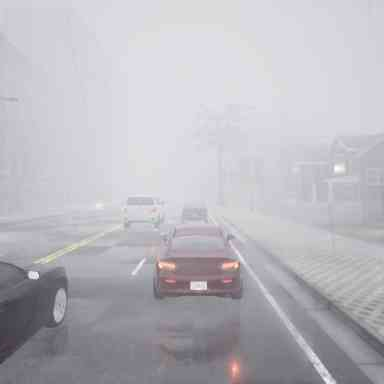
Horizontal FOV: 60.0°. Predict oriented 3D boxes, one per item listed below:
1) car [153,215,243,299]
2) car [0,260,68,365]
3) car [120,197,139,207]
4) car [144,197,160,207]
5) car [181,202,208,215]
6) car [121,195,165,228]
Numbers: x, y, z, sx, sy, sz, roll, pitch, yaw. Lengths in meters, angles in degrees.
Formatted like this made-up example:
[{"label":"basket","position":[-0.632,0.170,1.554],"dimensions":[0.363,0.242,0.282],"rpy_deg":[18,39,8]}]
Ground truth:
[{"label":"car","position":[0.128,1.524,8.300],"dimensions":[1.812,1.442,4.674],"rpy_deg":[0,0,0]},{"label":"car","position":[-3.139,1.477,3.969],"dimensions":[1.882,1.535,5.008],"rpy_deg":[0,0,0]},{"label":"car","position":[-9.587,1.520,51.280],"dimensions":[1.994,1.385,4.181],"rpy_deg":[0,0,1]},{"label":"car","position":[-6.314,1.498,53.085],"dimensions":[2.033,1.411,5.357],"rpy_deg":[0,0,0]},{"label":"car","position":[0.189,1.469,25.280],"dimensions":[1.882,1.535,5.008],"rpy_deg":[0,0,0]},{"label":"car","position":[-3.071,1.214,22.065],"dimensions":[2.150,2.045,5.566],"rpy_deg":[0,0,0]}]
